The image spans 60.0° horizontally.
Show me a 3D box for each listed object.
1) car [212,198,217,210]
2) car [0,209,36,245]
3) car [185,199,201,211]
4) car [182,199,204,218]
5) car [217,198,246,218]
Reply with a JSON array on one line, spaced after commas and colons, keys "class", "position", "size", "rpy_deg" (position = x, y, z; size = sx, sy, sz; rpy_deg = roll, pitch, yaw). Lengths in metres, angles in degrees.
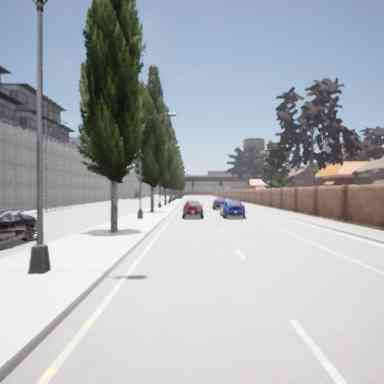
[{"class": "car", "position": [3.580, 1.505, 42.465], "size": [1.812, 1.442, 4.674], "rpy_deg": [0, 0, 0]}, {"class": "car", "position": [-8.071, 1.462, 13.340], "size": [2.128, 1.511, 4.902], "rpy_deg": [1, 0, 0]}, {"class": "car", "position": [0.080, 1.580, 42.183], "size": [1.895, 1.301, 4.718], "rpy_deg": [0, 0, 0]}, {"class": "car", "position": [0.086, 1.511, 29.996], "size": [1.812, 1.442, 4.674], "rpy_deg": [0, 0, 0]}, {"class": "car", "position": [3.580, 1.463, 29.692], "size": [1.882, 1.535, 5.008], "rpy_deg": [0, 0, 0]}]
